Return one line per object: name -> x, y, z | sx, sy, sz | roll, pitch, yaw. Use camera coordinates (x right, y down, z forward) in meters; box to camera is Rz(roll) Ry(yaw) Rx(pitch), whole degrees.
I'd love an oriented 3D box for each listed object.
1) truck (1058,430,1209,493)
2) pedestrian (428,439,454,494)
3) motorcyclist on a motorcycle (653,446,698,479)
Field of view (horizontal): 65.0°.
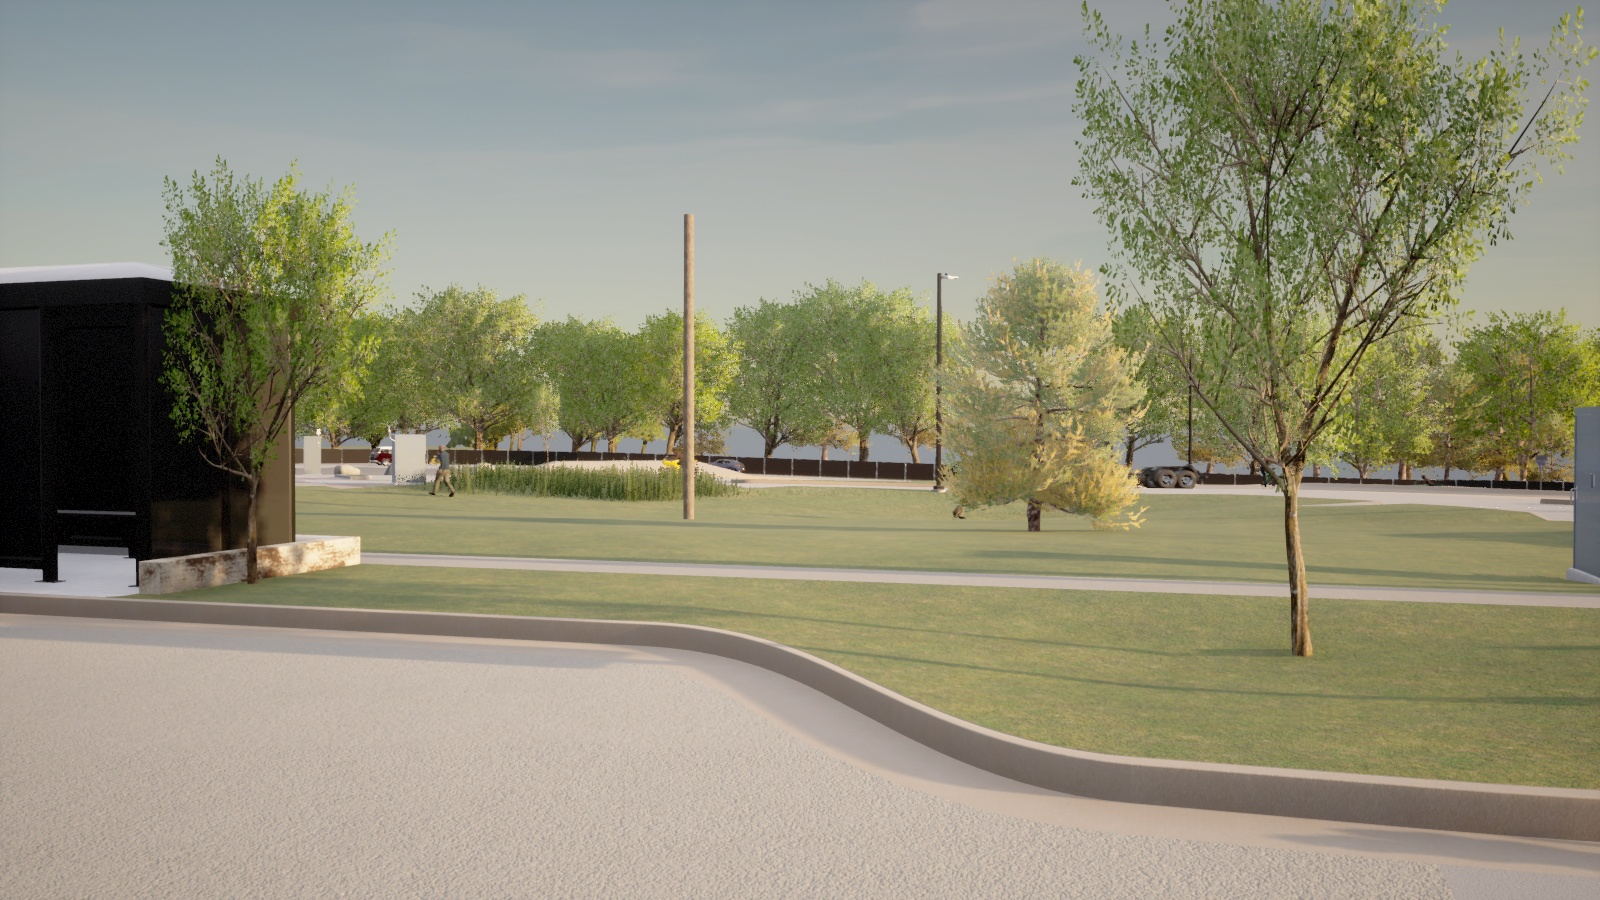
truck -> 19.292, 0.705, 72.902 | 7.936, 3.462, 2.891 | 1, -3, -6
pedestrian -> -12.124, 0.557, 42.431 | 0.726, 1.842, 0.402 | 1, 1, 22
motorcyclist on a motorcycle -> -6.102, 0.609, 61.658 | 2.044, 1.523, 0.797 | 1, 1, -18
